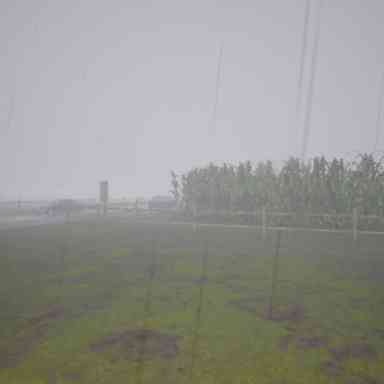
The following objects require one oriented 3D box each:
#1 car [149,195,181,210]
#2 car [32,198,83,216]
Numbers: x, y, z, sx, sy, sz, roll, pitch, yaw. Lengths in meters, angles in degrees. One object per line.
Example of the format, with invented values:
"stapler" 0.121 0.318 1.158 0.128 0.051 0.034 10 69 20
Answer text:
"car" -3.166 1.134 39.917 2.097 1.767 4.553 0 1 30
"car" -12.477 1.375 31.119 1.837 1.490 4.892 0 0 30
